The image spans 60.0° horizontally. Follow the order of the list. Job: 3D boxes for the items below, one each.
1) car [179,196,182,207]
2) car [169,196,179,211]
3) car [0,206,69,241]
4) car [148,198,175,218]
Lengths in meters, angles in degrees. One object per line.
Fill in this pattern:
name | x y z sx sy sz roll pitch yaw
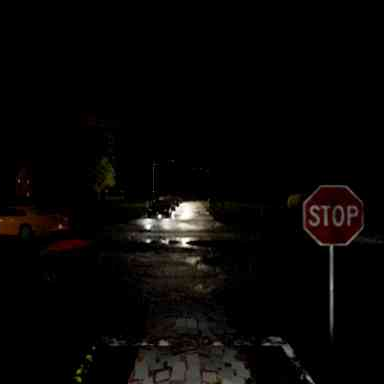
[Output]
car | -2.861 1.487 49.980 1.882 1.535 5.008 0 0 0
car | -2.867 1.534 39.543 1.812 1.442 4.674 0 0 0
car | -8.368 1.421 16.090 5.008 1.535 1.882 0 -2 20
car | -2.884 1.533 30.507 1.812 1.442 4.674 0 0 1
